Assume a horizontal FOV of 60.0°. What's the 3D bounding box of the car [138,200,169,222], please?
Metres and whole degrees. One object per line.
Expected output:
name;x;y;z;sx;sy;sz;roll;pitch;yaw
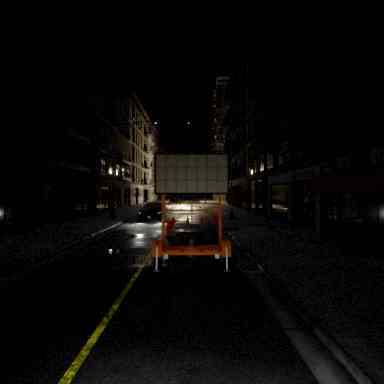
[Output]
car;-3.126;1.542;26.437;1.812;1.442;4.674;0;0;0

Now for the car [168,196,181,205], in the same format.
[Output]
car;-3.057;1.427;58.204;2.097;1.767;4.553;0;0;0

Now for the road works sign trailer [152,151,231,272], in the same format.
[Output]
road works sign trailer;-0.006;0.468;10.826;2.380;3.560;2.880;0;0;0
